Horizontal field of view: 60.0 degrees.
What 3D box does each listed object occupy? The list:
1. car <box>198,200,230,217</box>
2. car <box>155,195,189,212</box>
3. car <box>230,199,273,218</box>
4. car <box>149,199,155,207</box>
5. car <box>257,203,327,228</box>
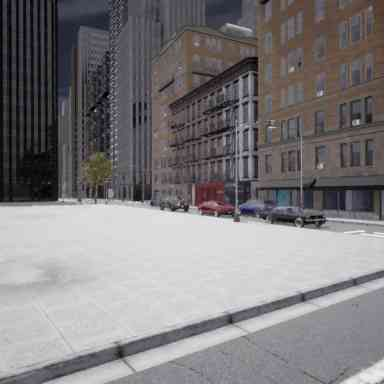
[{"bbox_3d":[2.321,1.608,32.490,1.882,1.535,5.008,0,0,-26],"label":"car"},{"bbox_3d":[-2.360,1.412,42.017,2.150,2.045,5.566,0,0,-27],"label":"car"},{"bbox_3d":[5.970,1.458,31.160,2.097,1.767,4.553,0,0,-26],"label":"car"},{"bbox_3d":[-5.580,1.823,54.650,1.994,1.385,4.181,0,0,-26],"label":"car"},{"bbox_3d":[6.953,1.676,23.092,1.895,1.301,4.718,0,0,-26],"label":"car"}]
